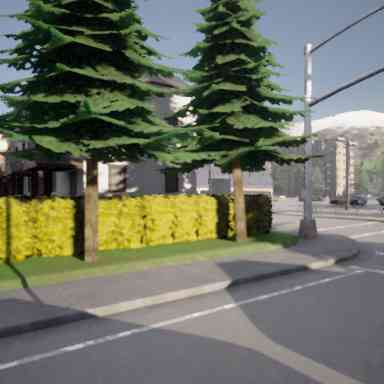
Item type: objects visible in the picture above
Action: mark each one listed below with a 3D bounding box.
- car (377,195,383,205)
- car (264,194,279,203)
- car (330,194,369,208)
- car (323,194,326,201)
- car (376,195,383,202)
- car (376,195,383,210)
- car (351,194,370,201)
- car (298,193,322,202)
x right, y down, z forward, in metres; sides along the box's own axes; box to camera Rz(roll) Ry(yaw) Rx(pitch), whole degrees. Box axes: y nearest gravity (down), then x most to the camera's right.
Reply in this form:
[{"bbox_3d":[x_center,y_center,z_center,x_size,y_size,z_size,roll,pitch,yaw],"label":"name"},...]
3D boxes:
[{"bbox_3d":[31.585,1.287,51.621,2.007,1.523,4.514,0,0,-36],"label":"car"},{"bbox_3d":[13.434,1.144,60.831,2.152,1.636,5.027,0,0,-36],"label":"car"},{"bbox_3d":[21.071,1.088,44.902,1.932,1.855,4.605,0,0,-36],"label":"car"},{"bbox_3d":[25.919,1.084,70.360,1.932,1.855,4.605,0,0,-36],"label":"car"},{"bbox_3d":[42.993,1.368,73.372,1.970,1.475,3.806,0,0,-36],"label":"car"},{"bbox_3d":[23.015,1.069,36.600,1.905,1.878,3.866,0,0,-36],"label":"car"},{"bbox_3d":[41.062,1.357,81.133,1.845,1.501,3.633,0,0,-36],"label":"car"},{"bbox_3d":[23.805,1.064,68.324,1.905,1.878,3.866,0,0,-36],"label":"car"}]
